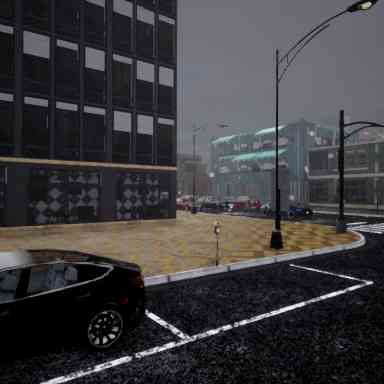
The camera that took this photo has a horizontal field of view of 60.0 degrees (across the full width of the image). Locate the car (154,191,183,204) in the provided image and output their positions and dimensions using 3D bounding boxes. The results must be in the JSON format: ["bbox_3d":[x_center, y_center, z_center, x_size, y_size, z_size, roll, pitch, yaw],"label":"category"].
[{"bbox_3d":[-3.794,0.794,52.085,2.192,1.841,5.009,1,0,-36],"label":"car"}]

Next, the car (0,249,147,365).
[{"bbox_3d":[-2.715,1.566,4.618,4.313,1.339,1.947,0,0,-35],"label":"car"}]

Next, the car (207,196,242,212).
[{"bbox_3d":[2.324,1.173,33.918,2.128,1.511,4.902,0,1,-36],"label":"car"}]

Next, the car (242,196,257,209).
[{"bbox_3d":[6.035,1.130,38.665,1.967,1.590,4.097,1,0,-36],"label":"car"}]

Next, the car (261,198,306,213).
[{"bbox_3d":[9.311,1.340,34.189,1.802,1.307,4.206,1,0,-36],"label":"car"}]

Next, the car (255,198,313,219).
[{"bbox_3d":[7.561,1.355,26.762,1.994,1.385,4.181,0,1,-36],"label":"car"}]

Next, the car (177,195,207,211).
[{"bbox_3d":[-0.728,1.231,33.712,1.802,1.307,4.206,1,0,-36],"label":"car"}]

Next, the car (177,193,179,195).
[{"bbox_3d":[-3.099,1.131,41.329,1.994,1.385,4.181,0,1,-36],"label":"car"}]
